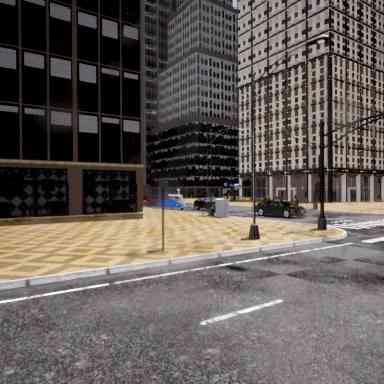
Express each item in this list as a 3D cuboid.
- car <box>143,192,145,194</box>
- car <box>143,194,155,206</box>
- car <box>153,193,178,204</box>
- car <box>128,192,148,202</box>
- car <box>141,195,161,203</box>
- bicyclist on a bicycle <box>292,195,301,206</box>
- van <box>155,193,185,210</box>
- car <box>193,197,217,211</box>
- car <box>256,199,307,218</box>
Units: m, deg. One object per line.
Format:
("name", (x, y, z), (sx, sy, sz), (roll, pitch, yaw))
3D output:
("car", (-6.397, 1.251, 55.771), (1.837, 1.490, 4.892), (-1, 1, -34))
("car", (-4.841, 1.334, 47.869), (1.812, 1.442, 4.674), (-1, 1, -34))
("car", (-4.721, 1.035, 58.011), (2.192, 1.841, 5.009), (0, 0, -34))
("car", (-10.924, 0.981, 67.191), (2.192, 1.841, 5.009), (0, 0, -34))
("car", (-7.822, 1.238, 62.602), (1.887, 1.381, 4.507), (0, 0, -34))
("bicyclist on a bicycle", (12.028, 1.118, 38.473), (1.656, 1.620, 0.582), (-1, 1, -34))
("van", (-2.361, 1.210, 39.550), (1.690, 1.788, 3.998), (0, 0, -34))
("car", (2.069, 1.358, 37.613), (2.128, 1.511, 4.902), (-1, 1, -34))
("car", (7.722, 1.419, 29.245), (1.837, 1.490, 4.892), (-1, 1, -34))
